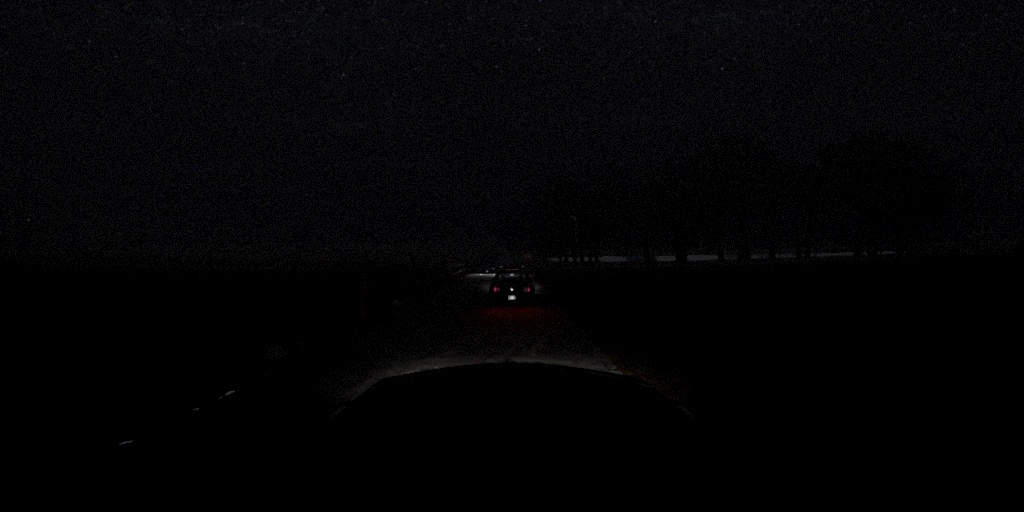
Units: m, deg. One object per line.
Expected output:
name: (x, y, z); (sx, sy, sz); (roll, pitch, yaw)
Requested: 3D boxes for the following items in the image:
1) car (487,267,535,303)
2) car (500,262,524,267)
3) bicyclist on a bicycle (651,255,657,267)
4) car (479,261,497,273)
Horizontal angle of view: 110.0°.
car: (0.000, 1.366, 16.532); (1.895, 1.301, 4.718); (0, 0, 0)
car: (0.000, 1.257, 31.504); (1.837, 1.490, 4.892); (0, 0, 0)
bicyclist on a bicycle: (19.896, 0.714, 50.348); (0.582, 1.620, 1.656); (-1, 0, 0)
car: (-2.750, 1.330, 42.505); (2.033, 1.411, 5.357); (0, 0, 0)
